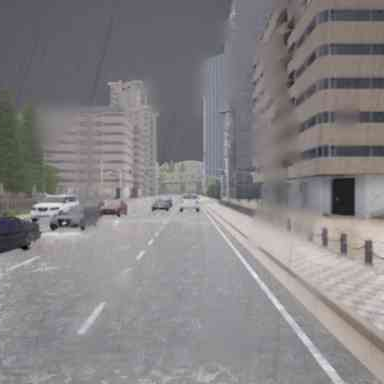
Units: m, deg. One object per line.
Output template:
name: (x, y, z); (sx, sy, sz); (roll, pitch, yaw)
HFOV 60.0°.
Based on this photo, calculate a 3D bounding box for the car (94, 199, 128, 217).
car: (-7.301, 1.482, 31.283); (1.882, 1.535, 5.008); (0, 0, -1)

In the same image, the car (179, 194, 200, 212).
car: (-0.282, 1.216, 38.384); (2.150, 2.045, 5.566); (0, 0, 0)

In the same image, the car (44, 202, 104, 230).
car: (-7.244, 1.570, 20.824); (1.994, 1.385, 4.181); (0, 0, -1)

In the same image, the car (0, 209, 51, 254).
car: (-7.179, 1.555, 11.618); (2.033, 1.411, 5.357); (0, 0, 0)

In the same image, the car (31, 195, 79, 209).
car: (-10.777, 1.231, 26.739); (2.150, 2.045, 5.566); (0, 0, 0)

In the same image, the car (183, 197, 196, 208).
car: (-0.353, 1.519, 49.416); (1.812, 1.442, 4.674); (0, 0, 0)

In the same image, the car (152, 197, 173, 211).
car: (-3.693, 1.563, 39.900); (1.994, 1.385, 4.181); (0, 0, 0)

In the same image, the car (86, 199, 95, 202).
car: (-10.807, 1.500, 36.972); (2.128, 1.511, 4.902); (0, 0, 0)

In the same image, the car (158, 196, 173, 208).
car: (-3.857, 1.475, 49.777); (1.882, 1.535, 5.008); (0, 0, 0)
